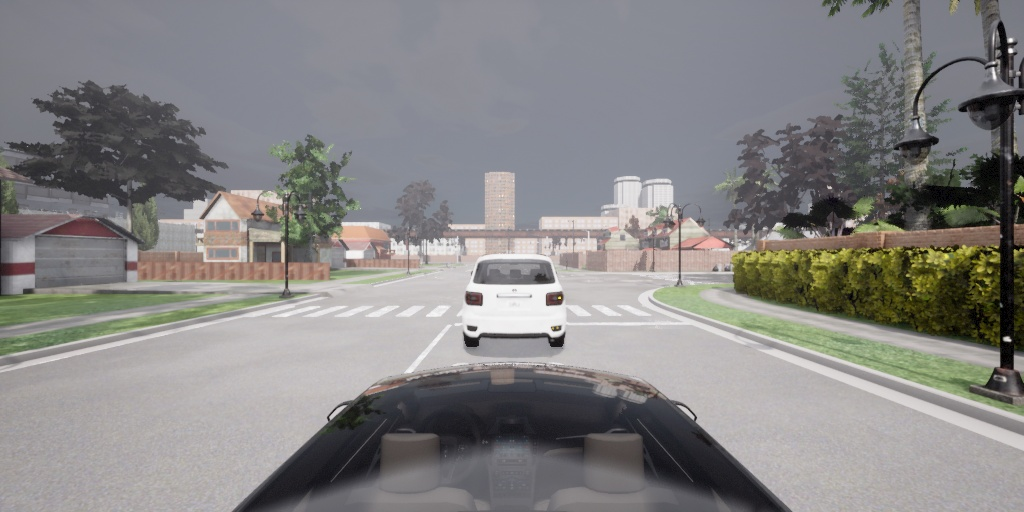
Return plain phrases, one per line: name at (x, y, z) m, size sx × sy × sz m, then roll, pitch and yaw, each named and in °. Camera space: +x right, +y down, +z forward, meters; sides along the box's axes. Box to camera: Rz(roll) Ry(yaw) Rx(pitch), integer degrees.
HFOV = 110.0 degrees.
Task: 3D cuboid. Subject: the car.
car at (0.052, 0.973, 9.398) m, size 2.150 × 2.045 × 5.566 m, roll 0°, pitch 0°, yaw 0°
